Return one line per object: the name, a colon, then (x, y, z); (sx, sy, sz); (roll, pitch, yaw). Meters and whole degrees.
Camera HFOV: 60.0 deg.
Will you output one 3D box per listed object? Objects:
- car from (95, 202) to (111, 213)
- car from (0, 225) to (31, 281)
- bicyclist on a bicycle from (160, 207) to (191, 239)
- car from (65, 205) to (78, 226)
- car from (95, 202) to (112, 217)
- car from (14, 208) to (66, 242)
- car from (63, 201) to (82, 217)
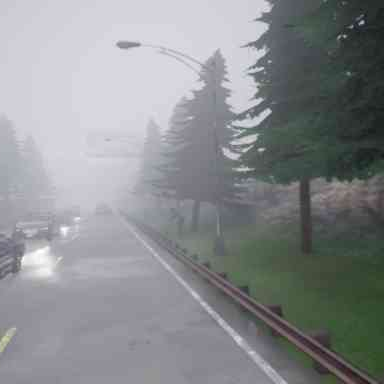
car: (-13.550, 2.304, 50.536); (2.128, 1.511, 4.902); (-2, 0, -15)
car: (-5.852, 1.844, 8.721); (1.895, 1.301, 4.718); (-2, 0, -15)
bicyclist on a bicycle: (-0.837, 1.623, 17.246); (1.656, 1.620, 0.582); (-1, -1, -15)
car: (-11.377, 2.121, 28.802); (2.033, 1.411, 5.357); (-2, 0, -15)
car: (-10.856, 2.216, 40.798); (1.994, 1.385, 4.181); (-2, 0, -15)
car: (-8.565, 1.897, 18.575); (2.128, 1.511, 4.902); (-2, 0, -15)
car: (-14.464, 2.260, 40.221); (1.837, 1.490, 4.892); (-2, 1, -15)
